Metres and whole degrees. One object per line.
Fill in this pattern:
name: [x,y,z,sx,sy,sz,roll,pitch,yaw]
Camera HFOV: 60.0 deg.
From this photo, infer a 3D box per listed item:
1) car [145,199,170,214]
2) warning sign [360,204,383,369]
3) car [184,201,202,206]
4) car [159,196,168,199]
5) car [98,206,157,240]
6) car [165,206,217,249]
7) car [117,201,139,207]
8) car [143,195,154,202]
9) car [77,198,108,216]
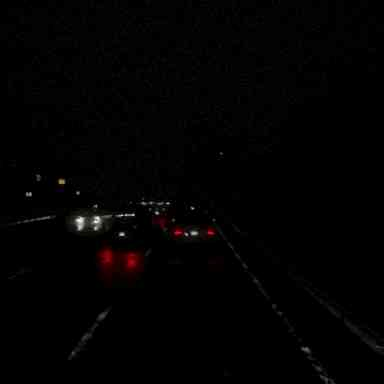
car: [-3.167,1.639,32.665,1.895,1.301,4.718,0,0,0]
warning sign: [2.880,1.122,3.796,1.300,1.860,1.060,2,2,0]
car: [0.082,1.604,34.562,1.994,1.385,4.181,0,0,0]
car: [-6.534,1.542,75.656,1.895,1.301,4.718,0,0,0]
car: [-3.160,1.623,17.237,1.895,1.301,4.718,0,0,0]
car: [0.089,1.567,14.617,2.033,1.411,5.357,0,0,0]
car: [-6.612,1.604,34.500,1.994,1.385,4.181,0,0,0]
car: [-9.784,1.382,74.886,2.097,1.767,4.553,0,0,0]
car: [-9.862,1.391,33.242,2.097,1.767,4.553,0,0,0]
